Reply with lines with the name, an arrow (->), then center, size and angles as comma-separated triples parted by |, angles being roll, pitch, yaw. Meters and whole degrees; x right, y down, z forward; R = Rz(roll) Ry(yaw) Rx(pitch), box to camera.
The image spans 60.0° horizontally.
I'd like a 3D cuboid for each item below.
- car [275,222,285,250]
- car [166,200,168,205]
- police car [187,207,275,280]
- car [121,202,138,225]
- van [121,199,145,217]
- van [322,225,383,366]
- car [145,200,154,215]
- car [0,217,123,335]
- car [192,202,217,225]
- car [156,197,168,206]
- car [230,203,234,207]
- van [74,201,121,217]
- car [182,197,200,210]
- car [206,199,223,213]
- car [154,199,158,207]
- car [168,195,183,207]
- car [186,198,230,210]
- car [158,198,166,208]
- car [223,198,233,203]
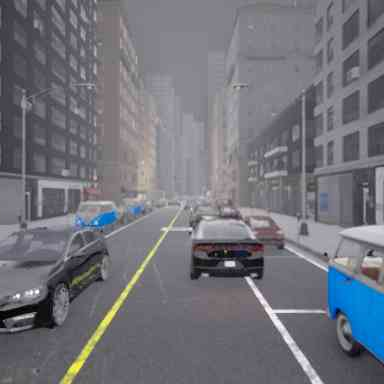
car -> 2.836, 1.668, 14.543 | 1.802, 1.307, 4.206 | 0, 0, 0
car -> -5.752, 1.939, 58.541 | 1.802, 1.307, 4.206 | 0, 0, 0
police car -> 0.886, 1.487, 10.327 | 1.930, 1.638, 5.238 | 0, 0, 0
car -> -5.705, 1.703, 25.533 | 2.008, 1.369, 4.403 | 0, 0, 0
van -> -5.713, 1.526, 31.036 | 1.690, 1.788, 3.998 | 0, 0, 0
van -> 2.851, 1.363, 3.542 | 1.690, 1.788, 3.998 | 0, 0, 0
car -> -5.721, 1.785, 36.536 | 1.947, 1.339, 4.313 | 0, 0, 0
car -> -3.110, 1.534, 7.118 | 2.128, 1.511, 4.902 | 0, 0, 0
car -> 0.863, 1.613, 26.406 | 1.801, 1.575, 5.366 | 0, 0, 0
car -> -5.760, 1.833, 64.043 | 1.967, 1.590, 4.097 | 0, 0, 0
car -> 2.821, 1.734, 25.545 | 1.802, 1.307, 4.206 | 0, 0, 0
van -> -5.698, 1.460, 20.035 | 1.690, 1.788, 3.998 | 0, 0, 0
car -> -0.053, 1.847, 46.828 | 1.994, 1.385, 4.181 | 0, 0, 0
car -> 2.797, 1.693, 42.050 | 1.967, 1.590, 4.097 | 0, 0, 0
car -> -5.728, 1.835, 42.037 | 1.802, 1.307, 4.206 | 0, 0, 0
car -> -3.138, 1.712, 59.095 | 2.097, 1.767, 4.553 | 0, 0, 0
car -> 0.872, 1.471, 20.187 | 2.097, 1.767, 4.553 | 0, 0, 0
car -> -5.744, 1.888, 53.040 | 1.947, 1.339, 4.313 | 0, 0, 0
car -> 2.812, 1.500, 31.048 | 2.192, 1.841, 5.009 | 0, 0, 0
